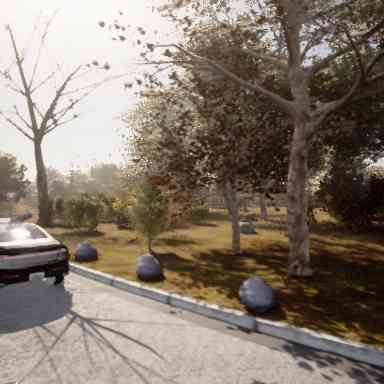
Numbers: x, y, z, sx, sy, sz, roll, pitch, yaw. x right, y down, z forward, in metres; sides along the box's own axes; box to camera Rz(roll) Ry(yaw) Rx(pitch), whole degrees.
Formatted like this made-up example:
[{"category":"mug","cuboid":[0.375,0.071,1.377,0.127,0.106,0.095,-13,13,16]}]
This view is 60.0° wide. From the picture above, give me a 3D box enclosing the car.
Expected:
[{"category":"car","cuboid":[-4.881,1.522,8.506,4.902,1.511,2.128,-1,0,45]}]
